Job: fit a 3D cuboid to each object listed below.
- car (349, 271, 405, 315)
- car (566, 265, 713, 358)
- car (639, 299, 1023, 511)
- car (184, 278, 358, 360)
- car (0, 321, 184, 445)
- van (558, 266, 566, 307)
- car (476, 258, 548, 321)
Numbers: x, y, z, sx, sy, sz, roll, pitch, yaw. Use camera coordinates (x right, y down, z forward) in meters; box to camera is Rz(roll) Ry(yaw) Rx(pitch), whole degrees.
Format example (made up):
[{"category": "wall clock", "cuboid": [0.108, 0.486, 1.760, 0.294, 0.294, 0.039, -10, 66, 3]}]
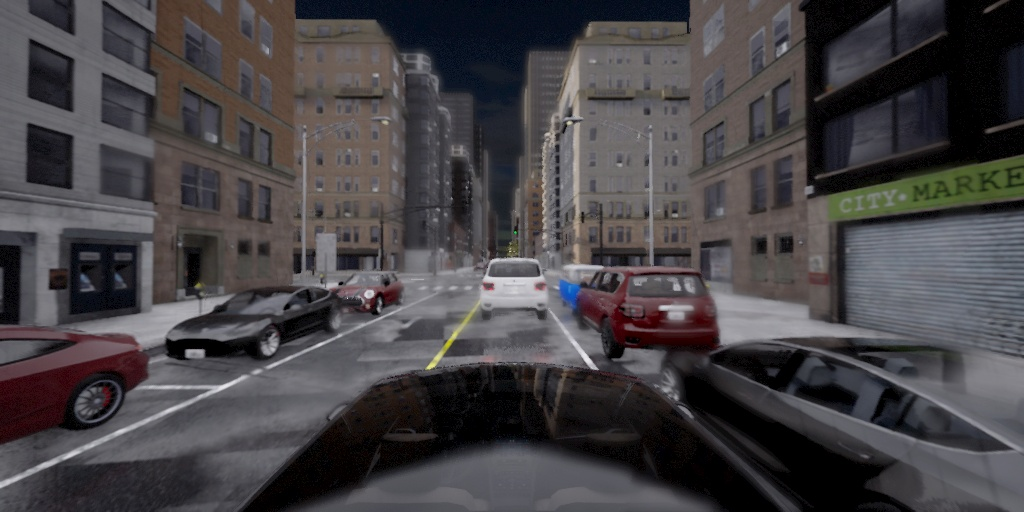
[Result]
[{"category": "car", "cuboid": [-5.673, 1.344, 14.114, 1.967, 1.591, 4.097, 0, 0, 0]}, {"category": "car", "cuboid": [2.856, 1.150, 8.600, 2.192, 1.841, 5.009, 0, 0, 0]}, {"category": "car", "cuboid": [2.858, 1.332, 3.076, 1.948, 1.339, 4.313, 0, 0, 0]}, {"category": "car", "cuboid": [-5.670, 1.401, 8.590, 1.948, 1.339, 4.313, 0, 0, 0]}, {"category": "car", "cuboid": [-5.668, 1.349, 3.065, 1.802, 1.307, 4.207, 0, 0, 0]}, {"category": "van", "cuboid": [2.853, 1.244, 14.123, 1.690, 1.789, 3.998, 0, 0, 0]}, {"category": "car", "cuboid": [0.092, 1.115, 13.363, 2.150, 2.045, 5.566, 0, -1, 0]}]
